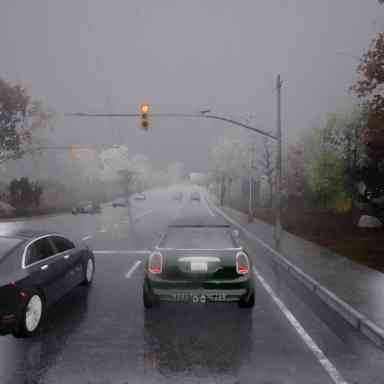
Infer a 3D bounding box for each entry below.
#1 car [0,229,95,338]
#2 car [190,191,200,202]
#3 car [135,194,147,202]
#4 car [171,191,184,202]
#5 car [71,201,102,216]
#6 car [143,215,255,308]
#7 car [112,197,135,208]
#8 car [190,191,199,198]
[{"bbox_3d":[-3.378,1.505,6.591,1.837,1.490,4.892,0,0,0],"label":"car"},{"bbox_3d":[0.613,1.052,64.858,2.033,1.411,5.357,0,3,1],"label":"car"},{"bbox_3d":[-10.030,1.080,64.727,1.994,1.385,4.181,0,3,0],"label":"car"},{"bbox_3d":[-2.988,1.068,64.572,2.033,1.411,5.357,0,3,1],"label":"car"},{"bbox_3d":[-10.364,1.563,32.881,1.994,1.385,4.181,0,0,1],"label":"car"},{"bbox_3d":[0.142,1.352,8.092,2.097,1.767,4.553,0,0,0],"label":"car"},{"bbox_3d":[-10.226,1.545,48.515,2.033,1.411,5.357,0,0,1],"label":"car"},{"bbox_3d":[0.605,0.514,75.115,2.033,1.411,5.357,0,3,1],"label":"car"}]
